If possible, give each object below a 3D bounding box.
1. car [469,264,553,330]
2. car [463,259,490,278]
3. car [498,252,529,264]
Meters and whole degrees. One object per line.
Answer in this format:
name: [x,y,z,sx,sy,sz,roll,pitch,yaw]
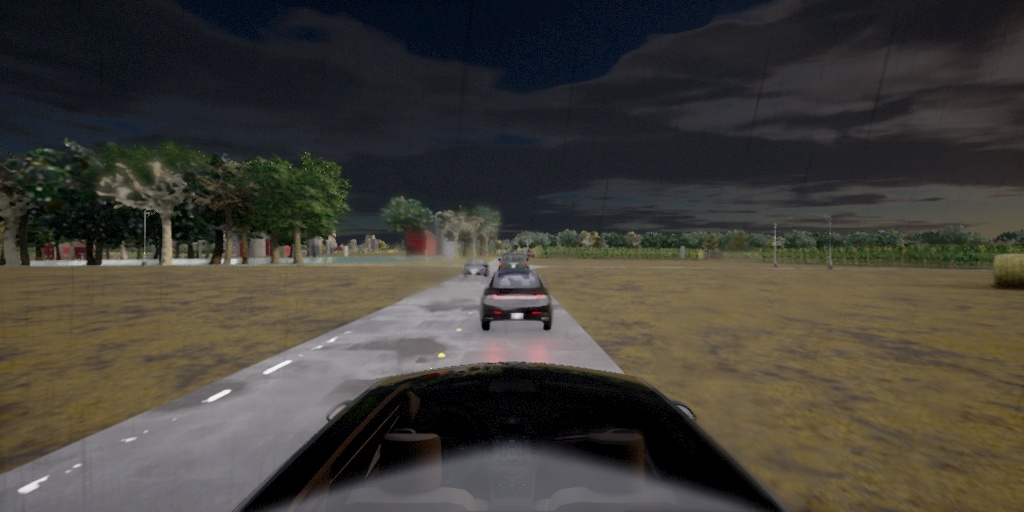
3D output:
car: [0.105,1.157,10.736,2.128,1.511,4.902,0,1,0]
car: [-2.830,0.976,29.486,2.128,1.511,4.902,0,1,0]
car: [0.105,0.731,26.933,2.150,2.045,5.566,0,1,0]
